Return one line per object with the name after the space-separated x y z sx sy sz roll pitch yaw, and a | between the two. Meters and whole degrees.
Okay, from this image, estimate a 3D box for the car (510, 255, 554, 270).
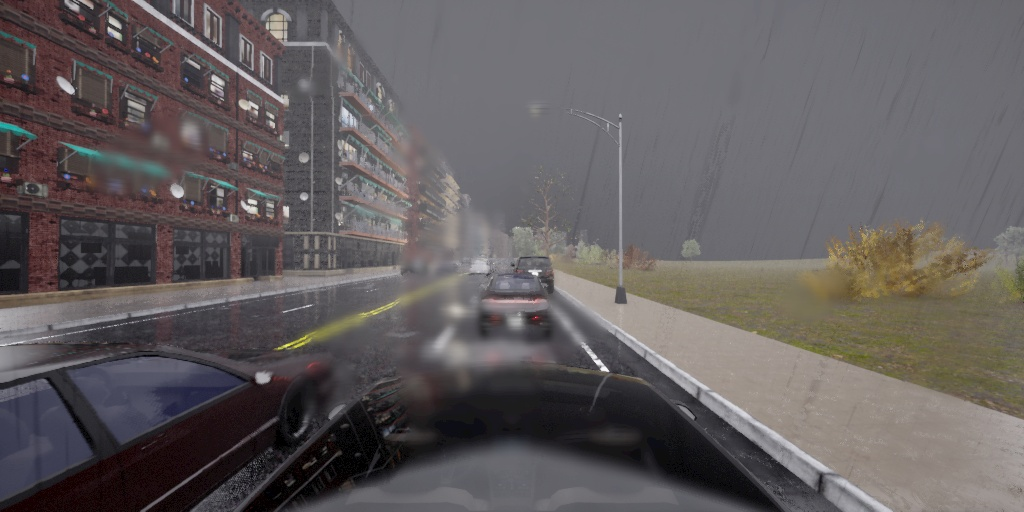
1.125 0.975 20.199 2.150 2.045 5.566 0 0 0 | car

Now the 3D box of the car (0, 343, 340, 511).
-3.149 1.297 2.178 2.033 1.411 5.357 0 0 0 | car

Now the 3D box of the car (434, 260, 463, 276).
-6.625 1.348 36.855 1.895 1.301 4.718 0 0 0 | car

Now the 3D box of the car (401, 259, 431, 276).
-9.875 1.100 37.133 2.097 1.767 4.553 0 0 0 | car

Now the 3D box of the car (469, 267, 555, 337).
0.094 1.242 10.329 2.128 1.511 4.902 0 0 0 | car

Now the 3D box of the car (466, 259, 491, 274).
-3.174 1.274 36.325 1.812 1.442 4.674 0 0 0 | car
